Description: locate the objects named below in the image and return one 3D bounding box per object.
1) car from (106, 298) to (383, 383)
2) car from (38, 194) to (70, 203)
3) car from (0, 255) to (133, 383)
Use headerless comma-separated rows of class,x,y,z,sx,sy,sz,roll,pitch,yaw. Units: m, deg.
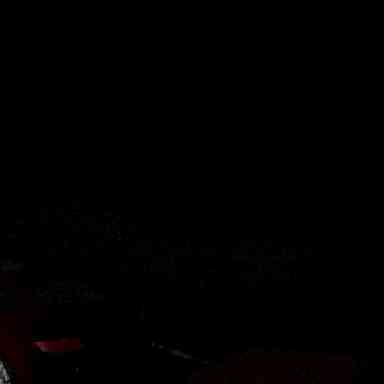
car,1.898,1.525,1.610,4.829,1.417,1.752,0,0,36
car,-19.857,0.917,47.954,1.994,1.385,4.181,0,1,36
car,-2.430,1.584,4.699,4.206,1.307,1.802,0,0,36
